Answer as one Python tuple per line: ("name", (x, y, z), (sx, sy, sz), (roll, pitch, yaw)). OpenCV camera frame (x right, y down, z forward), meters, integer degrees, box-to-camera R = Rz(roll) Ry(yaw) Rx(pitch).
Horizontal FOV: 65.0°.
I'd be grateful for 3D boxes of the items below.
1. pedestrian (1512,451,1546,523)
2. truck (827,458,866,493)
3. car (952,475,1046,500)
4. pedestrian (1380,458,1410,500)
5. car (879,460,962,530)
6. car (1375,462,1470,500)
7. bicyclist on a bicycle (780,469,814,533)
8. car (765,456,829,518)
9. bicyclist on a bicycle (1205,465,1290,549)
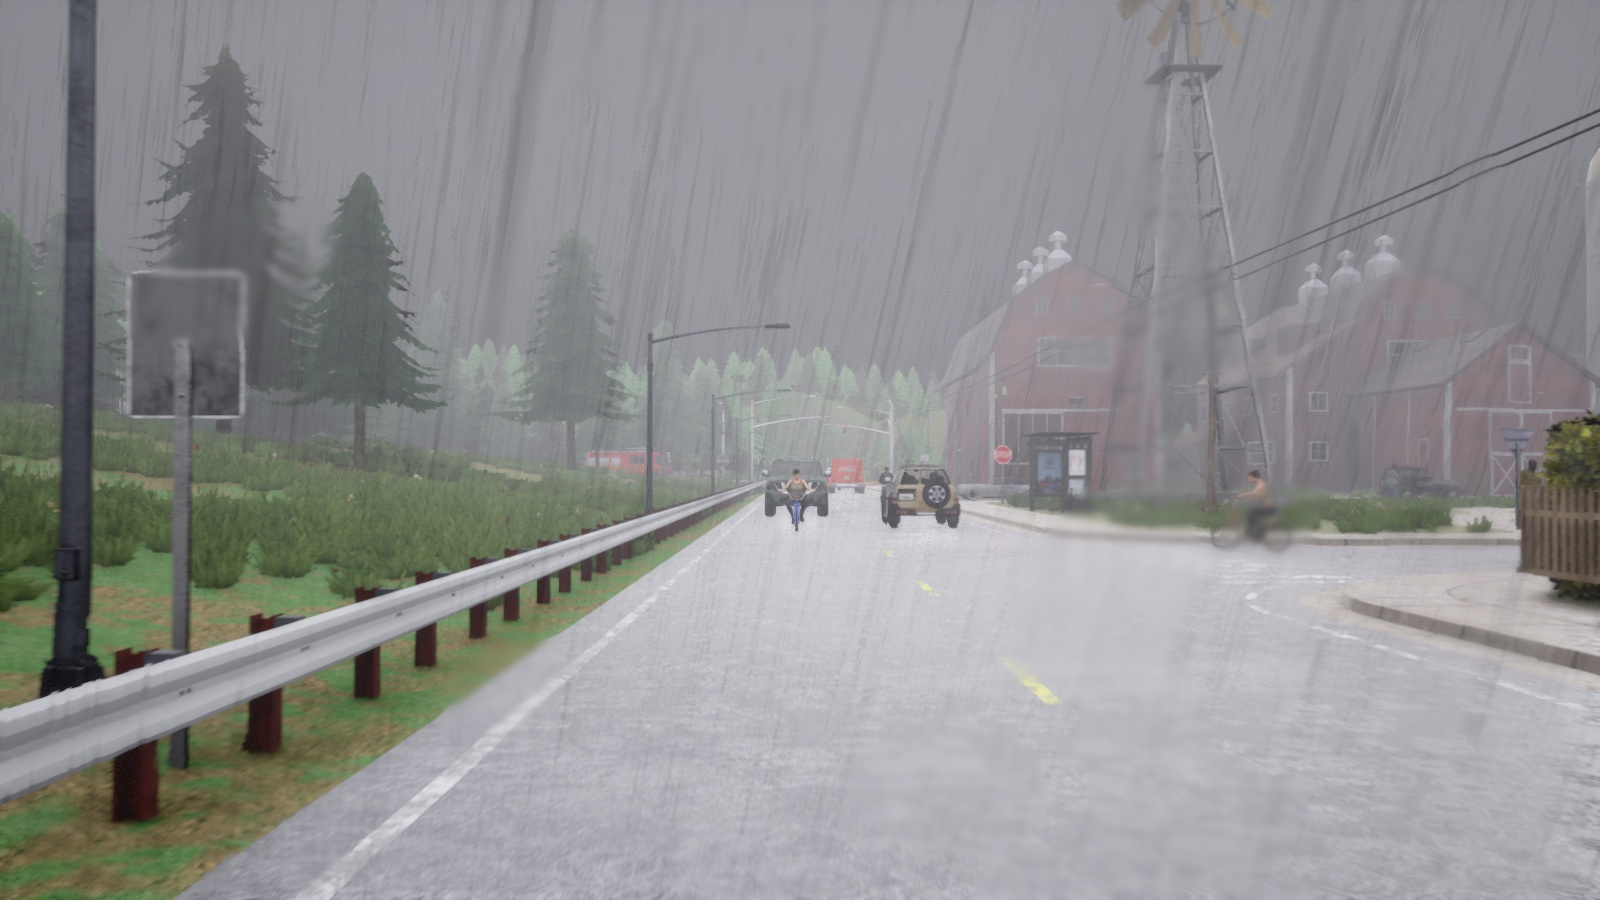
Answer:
("pedestrian", (18.783, 0.941, 32.365), (0.370, 1.835, 0.726), (0, -1, -11))
("truck", (3.280, 1.818, 89.880), (2.627, 2.467, 5.204), (0, -1, 0))
("car", (10.590, 1.995, 67.096), (4.718, 1.301, 1.895), (0, -1, -1))
("pedestrian", (26.439, 1.298, 55.845), (0.900, 1.855, 0.874), (0, -1, 1))
("car", (3.411, 1.228, 36.271), (1.932, 1.855, 4.605), (0, 0, 0))
("car", (31.692, 1.555, 64.027), (3.866, 1.878, 1.905), (0, -1, -1))
("bicyclist on a bicycle", (-0.074, 1.292, 32.329), (0.866, 1.612, 1.509), (0, -1, 0))
("car", (-0.110, 1.282, 44.717), (2.150, 2.045, 5.566), (0, -1, 0))
("bicyclist on a bicycle", (8.844, 1.132, 24.878), (1.509, 1.612, 0.866), (-1, -3, 16))
